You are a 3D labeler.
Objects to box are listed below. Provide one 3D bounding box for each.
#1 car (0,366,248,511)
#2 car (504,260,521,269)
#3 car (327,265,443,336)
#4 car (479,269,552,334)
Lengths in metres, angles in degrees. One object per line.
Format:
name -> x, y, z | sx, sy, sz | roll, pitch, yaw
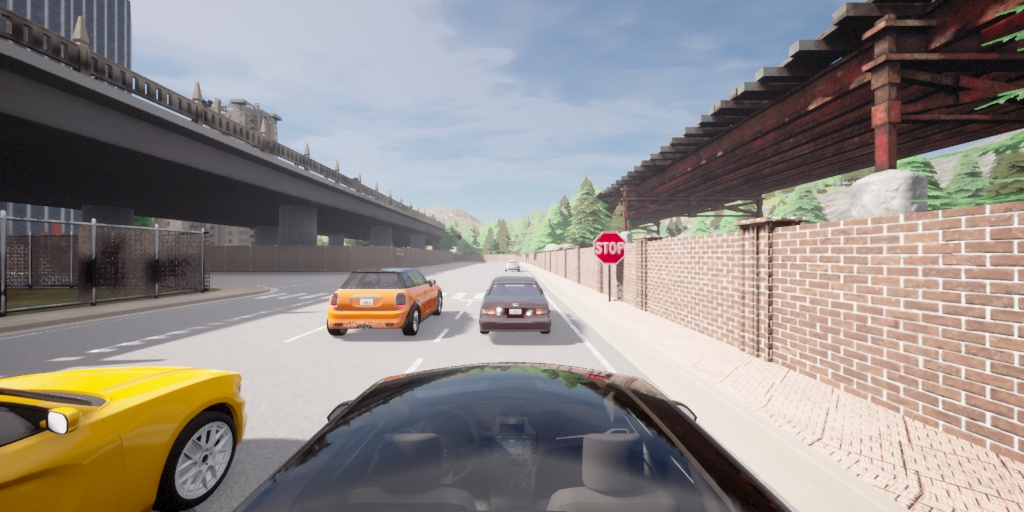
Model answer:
car -> -3.398, 1.228, 1.300 | 1.882, 1.535, 5.008 | 0, 0, 0
car -> 0.054, 1.274, 46.315 | 1.812, 1.442, 4.674 | 0, 0, -1
car -> -3.426, 1.102, 10.557 | 2.097, 1.767, 4.553 | 0, 0, 0
car -> 0.075, 1.297, 10.581 | 2.033, 1.411, 5.357 | 0, 0, 0
